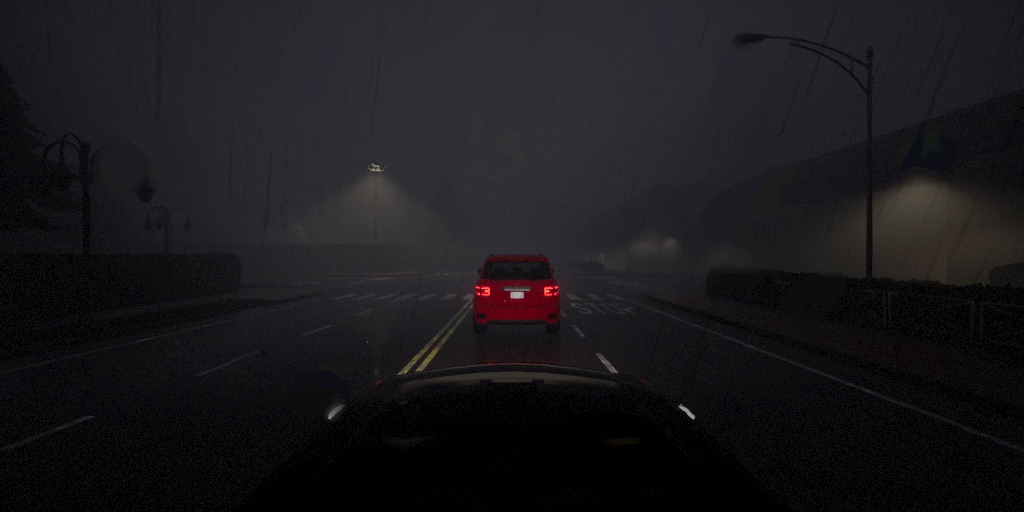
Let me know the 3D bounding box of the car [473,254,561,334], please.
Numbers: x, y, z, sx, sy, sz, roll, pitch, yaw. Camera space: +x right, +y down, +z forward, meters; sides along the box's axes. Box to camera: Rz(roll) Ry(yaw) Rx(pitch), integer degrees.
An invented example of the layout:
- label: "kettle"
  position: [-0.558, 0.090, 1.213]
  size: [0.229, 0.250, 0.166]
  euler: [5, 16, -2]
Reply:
- label: "car"
  position: [0.120, 0.971, 10.727]
  size: [2.150, 2.045, 5.566]
  euler: [0, 0, 0]

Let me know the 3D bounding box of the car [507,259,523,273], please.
- label: "car"
  position: [0.350, 1.228, 45.580]
  size: [1.882, 1.535, 5.008]
  euler: [0, 0, 1]
